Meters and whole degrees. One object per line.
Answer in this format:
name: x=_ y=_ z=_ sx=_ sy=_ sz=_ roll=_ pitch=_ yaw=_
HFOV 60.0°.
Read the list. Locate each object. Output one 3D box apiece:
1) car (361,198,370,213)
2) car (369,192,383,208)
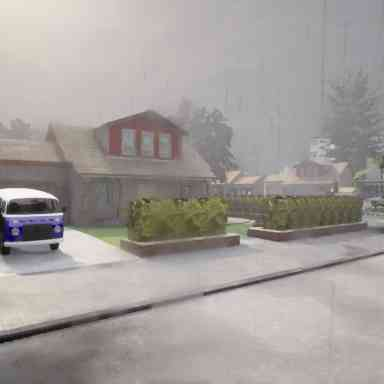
car: x=14.215 y=1.526 z=32.227 sx=1.812 sy=1.442 sz=4.674 roll=0 pitch=0 yaw=-34
car: x=23.066 y=0.986 z=40.726 sx=3.866 sy=1.878 sz=1.905 roll=0 pitch=0 yaw=-1
